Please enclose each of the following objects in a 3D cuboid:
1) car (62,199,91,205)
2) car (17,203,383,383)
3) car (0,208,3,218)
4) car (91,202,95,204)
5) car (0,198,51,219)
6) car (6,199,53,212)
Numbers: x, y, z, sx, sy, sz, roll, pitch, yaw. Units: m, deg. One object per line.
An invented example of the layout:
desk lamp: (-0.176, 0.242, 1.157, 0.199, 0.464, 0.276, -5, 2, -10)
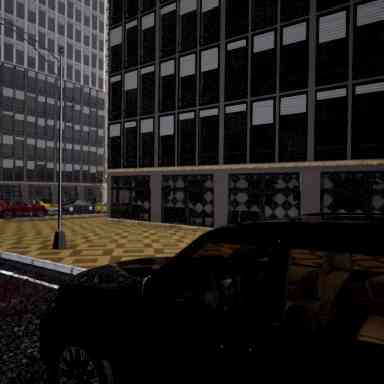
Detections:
car: (-14.743, 1.704, 42.768, 1.837, 1.490, 4.892, 1, 0, 37)
car: (0.950, 1.221, 3.006, 5.566, 2.045, 2.150, 0, 0, 35)
car: (-7.360, 1.347, 8.958, 4.553, 1.767, 2.097, 0, 0, 36)
car: (-9.383, 1.828, 40.292, 1.752, 1.417, 4.829, 1, 0, 37)
car: (-16.206, 1.517, 31.099, 2.192, 1.841, 5.009, 1, 0, 37)
car: (-19.678, 1.640, 40.484, 1.752, 1.417, 4.829, 1, 0, 37)
